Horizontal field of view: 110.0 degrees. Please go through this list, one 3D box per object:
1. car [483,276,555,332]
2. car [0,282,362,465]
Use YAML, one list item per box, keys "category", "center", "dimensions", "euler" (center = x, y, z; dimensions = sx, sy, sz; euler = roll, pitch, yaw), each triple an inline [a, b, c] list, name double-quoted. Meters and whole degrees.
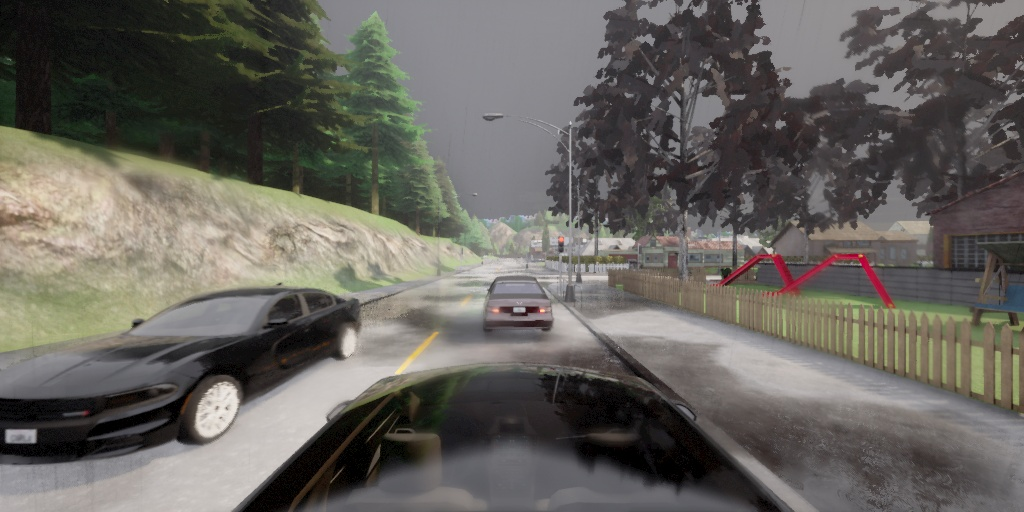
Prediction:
- category: "car"
  center: [0.100, 1.297, 10.834]
  dimensions: [2.033, 1.411, 5.357]
  euler: [0, 0, -2]
- category: "car"
  center: [-4.076, 1.228, 5.481]
  dimensions: [1.882, 1.535, 5.008]
  euler: [0, 0, 0]
